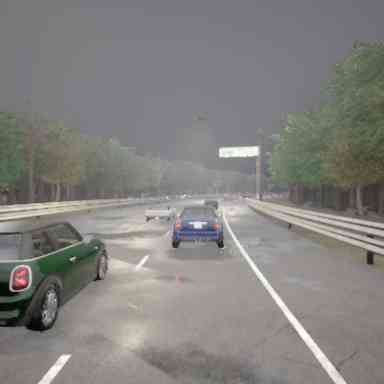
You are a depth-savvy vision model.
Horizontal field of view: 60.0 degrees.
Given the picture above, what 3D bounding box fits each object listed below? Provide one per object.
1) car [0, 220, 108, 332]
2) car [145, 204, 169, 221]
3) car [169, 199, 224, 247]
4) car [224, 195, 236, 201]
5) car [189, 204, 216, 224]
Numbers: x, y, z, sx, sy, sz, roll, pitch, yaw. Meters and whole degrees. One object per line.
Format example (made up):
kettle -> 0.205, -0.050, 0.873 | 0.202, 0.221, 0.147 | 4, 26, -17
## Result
car -> -3.306, 1.360, 7.035 | 2.097, 1.767, 4.553 | 0, 0, 1
car -> -2.448, 1.646, 27.133 | 1.895, 1.301, 4.718 | 0, 0, 4
car -> 0.325, 1.386, 15.320 | 2.097, 1.767, 4.553 | 0, 0, 2
car -> 9.496, 1.639, 86.919 | 2.128, 1.511, 4.902 | 0, 0, 12
car -> 0.890, 1.653, 26.160 | 1.895, 1.301, 4.718 | 0, 0, 4
